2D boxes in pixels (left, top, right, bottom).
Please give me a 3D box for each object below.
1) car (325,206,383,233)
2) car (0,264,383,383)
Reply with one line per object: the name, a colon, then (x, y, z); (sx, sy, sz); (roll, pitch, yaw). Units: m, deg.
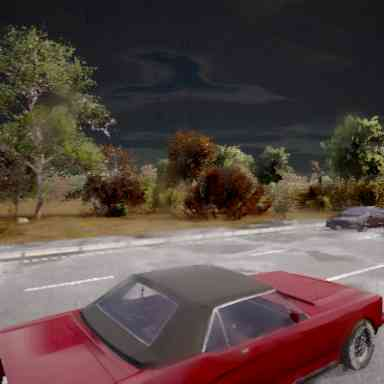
car: (10.224, 1.551, 19.889); (5.357, 1.411, 2.033); (0, 0, -36)
car: (0.375, 1.601, 4.012); (4.718, 1.301, 1.895); (0, 0, -35)
